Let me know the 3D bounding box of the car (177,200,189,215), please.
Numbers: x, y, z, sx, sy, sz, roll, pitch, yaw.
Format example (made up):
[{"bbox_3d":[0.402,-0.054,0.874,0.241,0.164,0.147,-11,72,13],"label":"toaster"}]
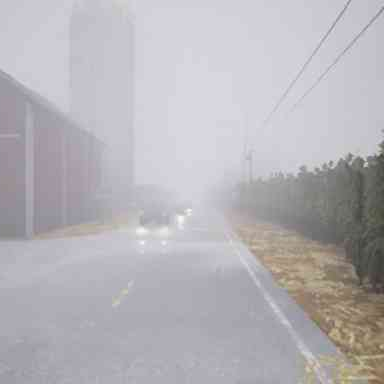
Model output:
[{"bbox_3d":[-1.814,1.862,37.914,1.895,1.301,4.718,0,0,4],"label":"car"}]

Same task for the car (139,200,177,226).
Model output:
[{"bbox_3d":[-2.602,1.527,25.207,2.097,1.767,4.553,0,0,3],"label":"car"}]

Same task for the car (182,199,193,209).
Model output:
[{"bbox_3d":[-0.906,1.853,52.307,2.128,1.511,4.902,0,0,2],"label":"car"}]
